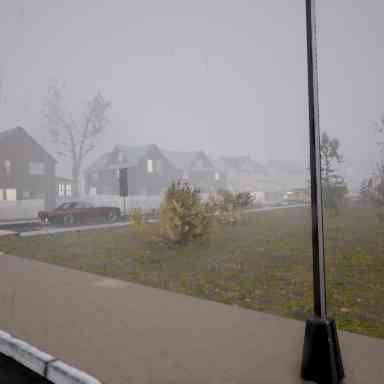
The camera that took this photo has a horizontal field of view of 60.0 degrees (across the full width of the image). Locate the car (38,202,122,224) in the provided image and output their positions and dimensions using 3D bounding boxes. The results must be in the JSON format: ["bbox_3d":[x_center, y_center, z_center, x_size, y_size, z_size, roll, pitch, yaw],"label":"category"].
[{"bbox_3d":[-6.719,1.253,20.432,1.895,1.301,4.718,-2,-1,43],"label":"car"}]

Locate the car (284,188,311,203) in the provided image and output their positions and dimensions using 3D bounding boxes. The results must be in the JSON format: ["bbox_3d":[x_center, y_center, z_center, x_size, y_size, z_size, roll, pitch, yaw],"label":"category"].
[{"bbox_3d":[13.948,0.594,42.264,1.882,1.535,5.008,-2,-1,44],"label":"car"}]
